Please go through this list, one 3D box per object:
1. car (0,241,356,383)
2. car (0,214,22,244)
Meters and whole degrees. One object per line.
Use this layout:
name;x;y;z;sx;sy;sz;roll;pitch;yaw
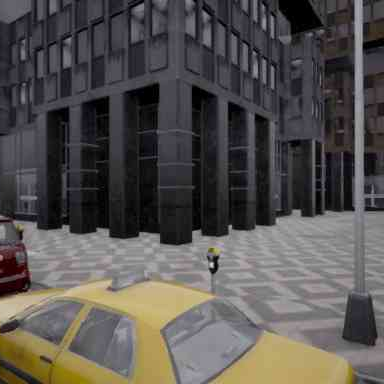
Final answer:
car;-0.864;1.525;3.583;4.829;1.417;1.752;0;0;36
car;-5.285;1.315;6.739;5.009;1.841;2.192;0;0;36
